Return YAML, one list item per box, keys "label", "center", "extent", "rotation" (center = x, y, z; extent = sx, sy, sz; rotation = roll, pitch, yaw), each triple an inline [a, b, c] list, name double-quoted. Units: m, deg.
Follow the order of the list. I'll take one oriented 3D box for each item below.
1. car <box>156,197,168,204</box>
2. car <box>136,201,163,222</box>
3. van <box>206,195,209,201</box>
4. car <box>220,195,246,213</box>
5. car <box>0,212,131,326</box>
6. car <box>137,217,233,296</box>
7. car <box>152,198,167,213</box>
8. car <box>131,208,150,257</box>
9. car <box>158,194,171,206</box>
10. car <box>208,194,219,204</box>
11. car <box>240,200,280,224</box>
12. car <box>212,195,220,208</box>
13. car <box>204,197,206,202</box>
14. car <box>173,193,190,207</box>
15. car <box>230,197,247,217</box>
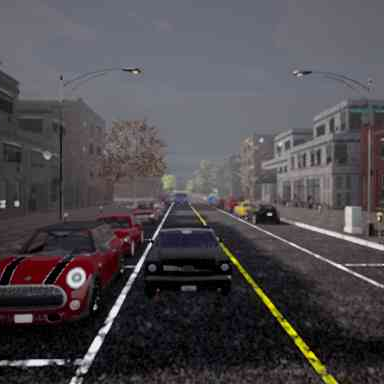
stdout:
- label: "car"
  center: [-3.722, 1.505, 34.844]
  extent: [1.802, 1.307, 4.206]
  rotation: [0, 0, -2]
- label: "car"
  center: [-3.305, 1.529, 23.755]
  extent: [1.802, 1.307, 4.206]
  rotation: [0, 0, -2]
- label: "van"
  center: [3.814, 1.220, 57.338]
  extent: [1.690, 1.788, 3.998]
  rotation: [-1, 0, -2]
- label: "car"
  center: [4.650, 1.242, 35.161]
  extent: [2.192, 1.841, 5.009]
  rotation: [-1, 0, -2]
- label: "car"
  center: [-2.679, 1.423, 7.121]
  extent: [1.967, 1.590, 4.097]
  rotation: [0, 0, -2]
- label: "car"
  center: [-0.144, 1.582, 8.747]
  extent: [1.895, 1.301, 4.718]
  rotation: [0, 0, -2]
- label: "car"
  center: [-3.514, 1.486, 29.299]
  extent: [2.008, 1.369, 4.403]
  rotation: [0, 0, -2]
- label: "car"
  center: [-2.887, 1.516, 12.666]
  extent: [1.887, 1.381, 4.507]
  rotation: [0, 0, -2]
- label: "car"
  center: [-4.351, 1.202, 51.476]
  extent: [2.192, 1.841, 5.009]
  rotation: [0, 0, -2]
- label: "car"
  center: [4.019, 1.416, 51.964]
  extent: [1.752, 1.417, 4.829]
  rotation: [-1, 0, -2]
- label: "car"
  center: [5.070, 1.517, 24.073]
  extent: [1.947, 1.339, 4.313]
  rotation: [-1, 0, -2]
- label: "car"
  center: [4.234, 1.485, 46.250]
  extent: [1.802, 1.307, 4.206]
  rotation: [-1, 0, -2]
- label: "car"
  center: [3.392, 1.379, 68.597]
  extent: [1.752, 1.417, 4.829]
  rotation: [-1, 0, -2]
- label: "car"
  center: [-1.590, 1.114, 49.766]
  extent: [2.150, 2.045, 5.566]
  rotation: [0, 0, -2]
- label: "car"
  center: [4.855, 1.464, 29.786]
  extent: [1.752, 1.417, 4.829]
  rotation: [-1, 0, -2]
